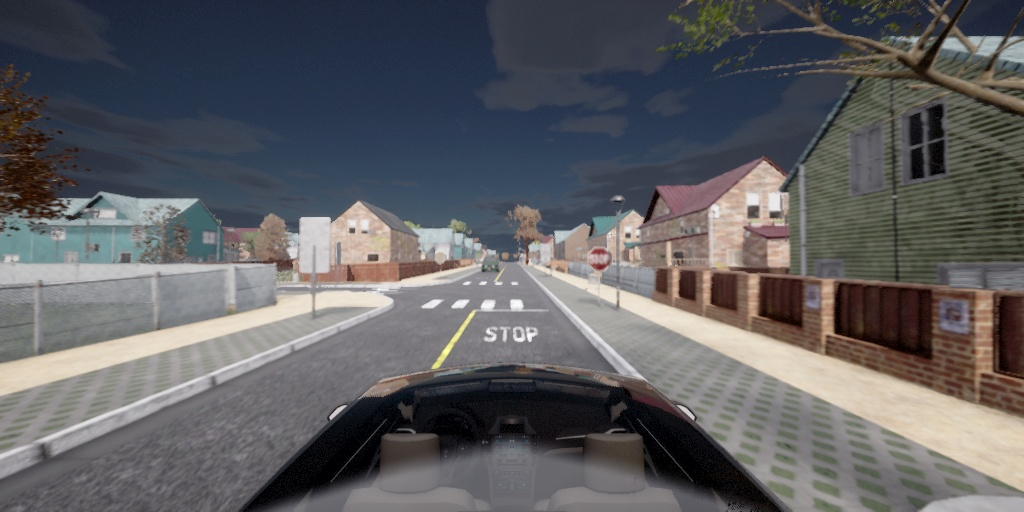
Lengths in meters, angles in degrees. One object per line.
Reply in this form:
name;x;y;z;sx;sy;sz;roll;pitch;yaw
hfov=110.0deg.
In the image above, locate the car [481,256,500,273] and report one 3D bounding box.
car;-2.752;1.125;46.449;2.150;2.045;5.566;0;2;0
